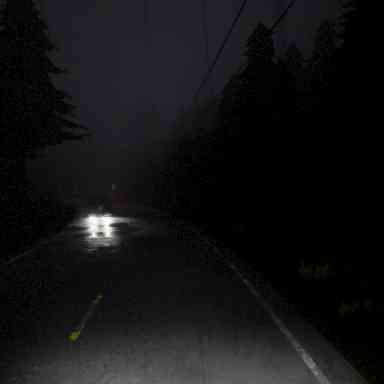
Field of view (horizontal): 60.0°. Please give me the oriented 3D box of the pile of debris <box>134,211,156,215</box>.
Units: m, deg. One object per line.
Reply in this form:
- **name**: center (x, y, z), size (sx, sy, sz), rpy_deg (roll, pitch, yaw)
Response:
- **pile of debris**: center (-3.786, 1.662, 26.812), size (1.500, 0.140, 1.860), rpy_deg (0, 1, -16)

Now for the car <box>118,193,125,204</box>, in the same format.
- **car**: center (-9.992, 0.803, 41.979), size (1.895, 1.301, 4.718), rpy_deg (-1, 1, -28)

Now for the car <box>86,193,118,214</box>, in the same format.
- **car**: center (-7.837, 0.956, 28.143), size (2.128, 1.511, 4.902), rpy_deg (0, 1, -18)
